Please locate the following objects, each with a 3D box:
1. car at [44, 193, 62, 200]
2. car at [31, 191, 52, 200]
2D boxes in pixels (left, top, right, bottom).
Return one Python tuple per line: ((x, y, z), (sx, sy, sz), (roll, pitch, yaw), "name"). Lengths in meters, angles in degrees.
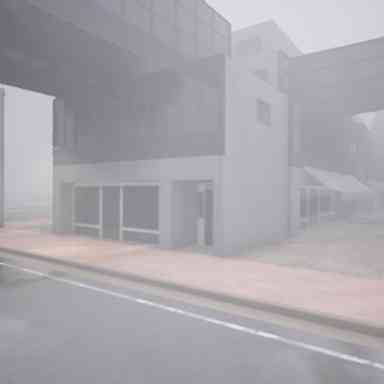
((-30.507, 0.941, 72.896), (3.905, 1.438, 1.784), (0, 0, 35), "car")
((-32.233, 0.730, 70.569), (4.605, 1.855, 1.932), (0, 0, 35), "car")
